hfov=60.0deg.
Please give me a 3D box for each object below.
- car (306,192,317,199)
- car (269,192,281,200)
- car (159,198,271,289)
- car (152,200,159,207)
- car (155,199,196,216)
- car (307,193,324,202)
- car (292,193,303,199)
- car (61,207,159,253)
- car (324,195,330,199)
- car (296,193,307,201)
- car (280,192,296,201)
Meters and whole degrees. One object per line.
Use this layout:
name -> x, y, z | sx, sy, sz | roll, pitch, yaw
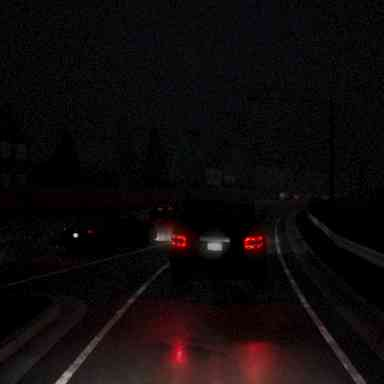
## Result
car -> 31.352, 0.969, 87.419 | 2.097, 1.767, 4.553 | 0, 0, 28
car -> 20.329, 1.277, 81.467 | 2.128, 1.511, 4.902 | 0, 0, 28
car -> 0.907, 1.191, 9.366 | 2.150, 2.045, 5.566 | 0, 0, 10
car -> -1.217, 1.269, 25.057 | 2.097, 1.767, 4.553 | 0, 0, 28
car -> -1.461, 1.421, 32.127 | 1.812, 1.442, 4.674 | 0, 0, 28
car -> 25.652, 1.352, 68.977 | 1.994, 1.385, 4.181 | 0, 0, 28
car -> 28.266, 1.106, 89.071 | 1.837, 1.490, 4.892 | 0, 0, 28
car -> -3.234, 1.517, 13.675 | 1.994, 1.385, 4.181 | 0, 0, 28
car -> 35.059, 1.342, 86.953 | 1.895, 1.301, 4.718 | 0, 0, 28
car -> 26.709, 1.122, 78.560 | 2.097, 1.767, 4.553 | 0, 0, 28
car -> 23.429, 1.285, 79.843 | 2.128, 1.511, 4.902 | 0, 0, 28
